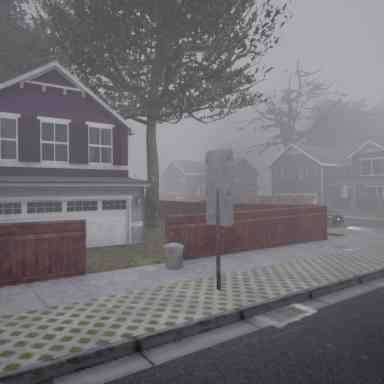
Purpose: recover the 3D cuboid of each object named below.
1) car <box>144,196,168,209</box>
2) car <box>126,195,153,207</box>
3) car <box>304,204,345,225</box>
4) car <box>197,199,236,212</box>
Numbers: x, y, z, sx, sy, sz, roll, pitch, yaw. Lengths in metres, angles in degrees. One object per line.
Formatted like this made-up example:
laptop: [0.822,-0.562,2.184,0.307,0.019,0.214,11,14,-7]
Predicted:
car: [-4.558,1.360,39.705,1.882,1.535,5.008,-1,0,-36]
car: [-7.834,1.307,49.061,1.882,1.535,5.008,-1,1,-36]
car: [8.024,1.523,22.493,1.994,1.385,4.181,-1,1,-36]
car: [1.948,1.423,30.794,1.837,1.490,4.892,-1,1,-37]
